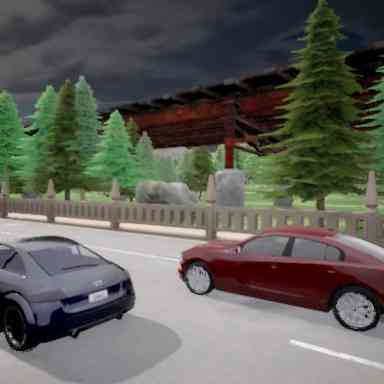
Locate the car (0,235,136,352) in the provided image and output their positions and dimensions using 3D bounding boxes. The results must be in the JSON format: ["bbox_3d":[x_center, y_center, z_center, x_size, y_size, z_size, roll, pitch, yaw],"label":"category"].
[{"bbox_3d":[-3.033,1.515,6.156,4.181,1.385,1.994,0,0,36],"label":"car"}]

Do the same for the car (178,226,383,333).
[{"bbox_3d":[1.977,1.457,6.877,5.008,1.535,1.882,1,0,36],"label":"car"}]
